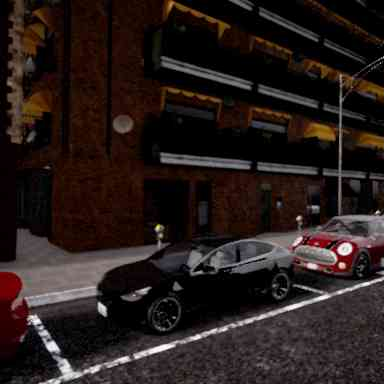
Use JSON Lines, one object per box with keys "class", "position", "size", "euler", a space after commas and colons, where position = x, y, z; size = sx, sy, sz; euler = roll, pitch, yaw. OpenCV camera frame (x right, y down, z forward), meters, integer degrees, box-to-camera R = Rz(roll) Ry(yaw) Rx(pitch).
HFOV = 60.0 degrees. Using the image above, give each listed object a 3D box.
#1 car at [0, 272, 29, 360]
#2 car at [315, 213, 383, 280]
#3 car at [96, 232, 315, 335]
{"class": "car", "position": [-4.238, 1.544, 3.523], "size": [4.507, 1.381, 1.887], "euler": [0, 1, -35]}
{"class": "car", "position": [4.831, 1.449, 9.993], "size": [4.097, 1.590, 1.967], "euler": [0, 1, -35]}
{"class": "car", "position": [0.296, 1.570, 6.759], "size": [4.313, 1.339, 1.947], "euler": [0, 1, -35]}
